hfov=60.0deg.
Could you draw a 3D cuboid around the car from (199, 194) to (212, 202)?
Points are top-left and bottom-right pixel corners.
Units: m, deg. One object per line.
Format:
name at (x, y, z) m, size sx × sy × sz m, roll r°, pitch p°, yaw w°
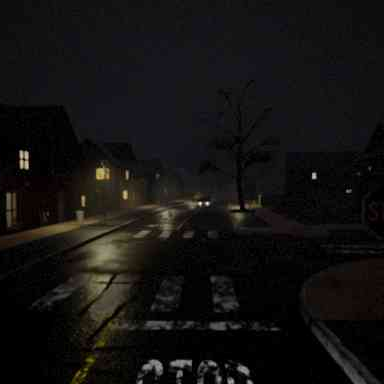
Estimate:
car at (2.396, 1.064, 58.827) m, size 2.033 × 1.411 × 5.357 m, roll 0°, pitch 0°, yaw 9°
